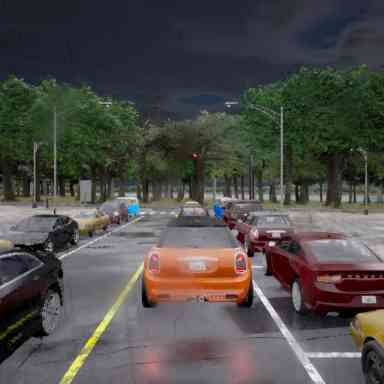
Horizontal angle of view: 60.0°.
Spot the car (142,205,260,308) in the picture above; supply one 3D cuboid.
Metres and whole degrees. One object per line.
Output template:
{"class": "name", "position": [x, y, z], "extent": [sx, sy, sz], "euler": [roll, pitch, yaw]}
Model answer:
{"class": "car", "position": [0.106, 1.352, 8.096], "extent": [2.097, 1.767, 4.553], "euler": [0, 0, 0]}

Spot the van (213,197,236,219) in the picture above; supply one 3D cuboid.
{"class": "van", "position": [2.786, 1.346, 29.174], "extent": [1.690, 1.788, 3.998], "euler": [0, 0, 0]}

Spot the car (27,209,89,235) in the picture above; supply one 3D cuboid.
{"class": "car", "position": [-5.753, 1.567, 12.869], "extent": [1.947, 1.339, 4.313], "euler": [0, 0, 0]}

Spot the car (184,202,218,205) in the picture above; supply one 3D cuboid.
{"class": "car", "position": [0.113, 1.493, 17.310], "extent": [2.128, 1.511, 4.902], "euler": [0, 0, 0]}

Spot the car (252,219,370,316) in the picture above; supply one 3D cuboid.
{"class": "car", "position": [2.767, 1.545, 7.424], "extent": [1.887, 1.381, 4.507], "euler": [0, 0, 0]}

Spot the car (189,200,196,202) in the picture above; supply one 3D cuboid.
{"class": "car", "position": [0.021, 1.461, 27.255], "extent": [1.801, 1.575, 5.366], "euler": [0, 0, 1]}

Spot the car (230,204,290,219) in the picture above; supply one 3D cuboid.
{"class": "car", "position": [2.772, 1.441, 12.861], "extent": [1.967, 1.590, 4.097], "euler": [0, 0, 0]}

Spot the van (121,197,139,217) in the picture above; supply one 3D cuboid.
{"class": "van", "position": [-5.739, 1.346, 29.182], "extent": [1.690, 1.788, 3.998], "euler": [0, 0, 0]}

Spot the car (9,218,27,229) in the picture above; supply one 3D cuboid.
{"class": "car", "position": [-5.758, 1.526, 7.261], "extent": [1.752, 1.417, 4.829], "euler": [0, 0, 0]}

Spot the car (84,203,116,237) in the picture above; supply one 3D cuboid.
{"class": "car", "position": [-5.749, 1.527, 18.136], "extent": [1.752, 1.417, 4.829], "euler": [0, 0, 0]}

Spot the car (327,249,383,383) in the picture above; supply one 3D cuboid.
{"class": "car", "position": [2.762, 1.525, 2.156], "extent": [1.752, 1.417, 4.829], "euler": [0, 0, 0]}

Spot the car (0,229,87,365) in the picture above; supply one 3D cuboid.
{"class": "car", "position": [-3.096, 1.491, 3.813], "extent": [2.128, 1.511, 4.902], "euler": [0, 0, 0]}

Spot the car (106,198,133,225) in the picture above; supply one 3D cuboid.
{"class": "car", "position": [-5.744, 1.443, 23.744], "extent": [1.967, 1.590, 4.097], "euler": [0, 0, 0]}

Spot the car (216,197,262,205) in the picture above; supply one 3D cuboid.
{"class": "car", "position": [2.776, 1.317, 18.299], "extent": [2.192, 1.841, 5.009], "euler": [0, 0, 0]}
